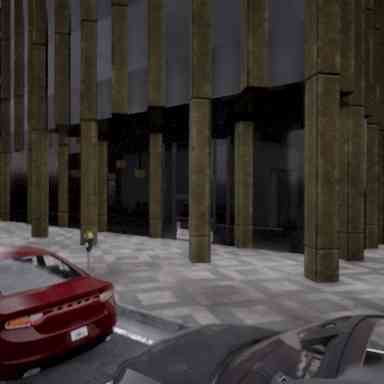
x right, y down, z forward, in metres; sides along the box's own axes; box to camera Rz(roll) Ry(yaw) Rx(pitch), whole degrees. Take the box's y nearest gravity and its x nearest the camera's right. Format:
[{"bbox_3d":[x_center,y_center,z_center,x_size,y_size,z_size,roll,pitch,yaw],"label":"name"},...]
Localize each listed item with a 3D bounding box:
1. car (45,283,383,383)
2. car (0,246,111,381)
[{"bbox_3d":[1.275,1.550,2.050,4.403,1.369,2.008,0,0,36],"label":"car"},{"bbox_3d":[-3.136,1.527,5.230,4.507,1.381,1.887,0,0,36],"label":"car"}]
